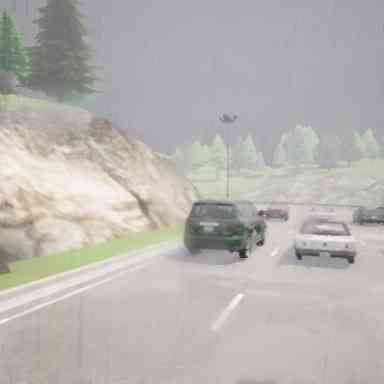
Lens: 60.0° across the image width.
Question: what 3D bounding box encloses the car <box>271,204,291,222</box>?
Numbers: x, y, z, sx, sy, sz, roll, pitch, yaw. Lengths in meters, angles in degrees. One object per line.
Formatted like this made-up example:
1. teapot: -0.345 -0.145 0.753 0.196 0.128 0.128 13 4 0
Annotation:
1. car: 7.556 1.741 29.062 1.812 1.442 4.674 0 0 20

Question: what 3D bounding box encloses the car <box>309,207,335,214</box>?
1. car: 10.365 1.824 26.526 1.895 1.301 4.718 0 0 20

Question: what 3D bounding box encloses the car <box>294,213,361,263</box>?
1. car: 5.002 1.707 12.518 1.895 1.301 4.718 0 0 22

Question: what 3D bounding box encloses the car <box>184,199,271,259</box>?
1. car: 1.535 1.307 13.269 2.150 2.045 5.566 0 0 22

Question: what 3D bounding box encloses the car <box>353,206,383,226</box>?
1. car: 13.902 1.813 26.070 1.994 1.385 4.181 0 0 20
